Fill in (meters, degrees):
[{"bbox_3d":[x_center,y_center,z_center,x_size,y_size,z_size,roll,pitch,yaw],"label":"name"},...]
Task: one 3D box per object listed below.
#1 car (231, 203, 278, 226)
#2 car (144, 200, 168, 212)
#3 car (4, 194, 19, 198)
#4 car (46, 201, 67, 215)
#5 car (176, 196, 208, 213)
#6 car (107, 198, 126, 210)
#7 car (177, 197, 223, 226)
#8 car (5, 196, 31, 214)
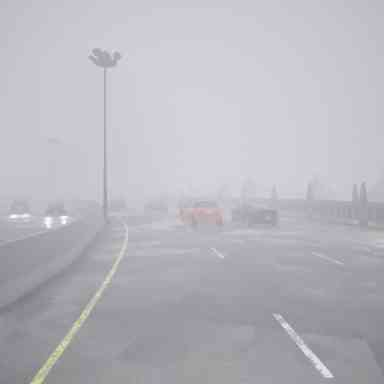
[{"bbox_3d":[4.231,1.477,23.299,1.882,1.535,5.008,0,0,-12],"label":"car"},{"bbox_3d":[-4.253,1.562,38.552,1.994,1.385,4.181,0,0,-21],"label":"car"},{"bbox_3d":[-36.643,1.053,67.809,4.553,1.767,2.097,0,0,42],"label":"car"},{"bbox_3d":[-13.619,1.600,33.410,1.895,1.301,4.718,0,0,-22],"label":"car"},{"bbox_3d":[-0.094,1.350,37.472,2.097,1.767,4.553,0,0,-20],"label":"car"},{"bbox_3d":[-9.656,1.490,42.173,2.128,1.511,4.902,0,0,-25],"label":"car"},{"bbox_3d":[0.552,1.351,23.566,2.097,1.767,4.553,0,0,-14],"label":"car"},{"bbox_3d":[-18.488,1.491,35.926,2.128,1.511,4.902,0,0,-25],"label":"car"}]
